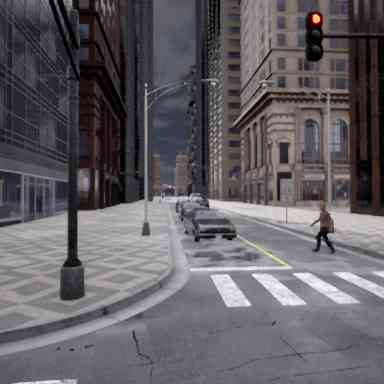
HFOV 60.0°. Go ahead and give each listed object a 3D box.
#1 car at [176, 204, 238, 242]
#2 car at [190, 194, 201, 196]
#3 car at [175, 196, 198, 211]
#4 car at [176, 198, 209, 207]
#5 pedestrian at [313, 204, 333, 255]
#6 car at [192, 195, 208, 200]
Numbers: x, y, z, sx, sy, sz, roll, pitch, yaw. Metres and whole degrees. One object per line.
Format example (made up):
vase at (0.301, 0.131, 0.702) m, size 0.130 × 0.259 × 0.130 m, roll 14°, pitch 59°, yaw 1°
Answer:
car at (0.700, 1.560, 16.927) m, size 2.033 × 1.411 × 5.357 m, roll 0°, pitch 0°, yaw -10°
car at (0.554, 1.302, 58.482) m, size 2.150 × 2.045 × 5.566 m, roll 0°, pitch 0°, yaw -5°
car at (-0.920, 1.532, 37.438) m, size 2.128 × 1.511 × 4.902 m, roll 0°, pitch 0°, yaw -5°
car at (-0.088, 1.529, 27.153) m, size 1.837 × 1.490 × 4.892 m, roll 0°, pitch 0°, yaw -5°
pedestrian at (4.657, 1.297, 11.824) m, size 0.375 × 1.860 × 0.375 m, roll 1°, pitch -1°, yaw -5°
car at (1.401, 1.562, 48.105) m, size 1.837 × 1.490 × 4.892 m, roll 0°, pitch 0°, yaw -5°
